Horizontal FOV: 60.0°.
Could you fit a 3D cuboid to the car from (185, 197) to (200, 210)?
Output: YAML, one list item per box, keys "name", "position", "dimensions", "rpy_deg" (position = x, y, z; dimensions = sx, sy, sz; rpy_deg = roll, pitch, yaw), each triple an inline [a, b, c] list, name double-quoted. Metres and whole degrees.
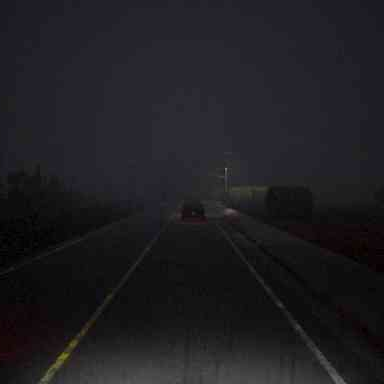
- name: "car"
  position: [0.091, 1.507, 44.372]
  dimensions: [1.837, 1.490, 4.892]
  rpy_deg: [0, 0, 0]

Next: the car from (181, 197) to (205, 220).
- name: "car"
  position: [0.093, 1.479, 27.920]
  dimensions: [1.882, 1.535, 5.008]
  rpy_deg: [0, 0, 0]
